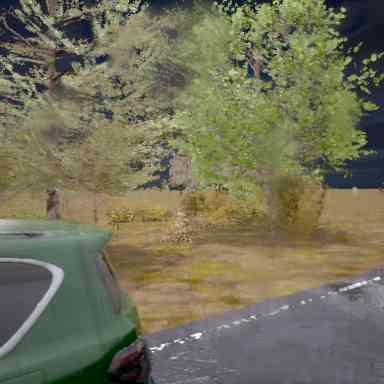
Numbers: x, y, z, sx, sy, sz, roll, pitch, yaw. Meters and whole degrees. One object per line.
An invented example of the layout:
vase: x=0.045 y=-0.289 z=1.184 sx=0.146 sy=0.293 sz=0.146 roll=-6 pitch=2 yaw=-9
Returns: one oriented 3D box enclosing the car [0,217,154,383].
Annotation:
car: x=-2.828 y=1.228 z=1.360 sx=5.566 sy=2.045 sz=2.150 roll=0 pitch=0 yaw=-35
